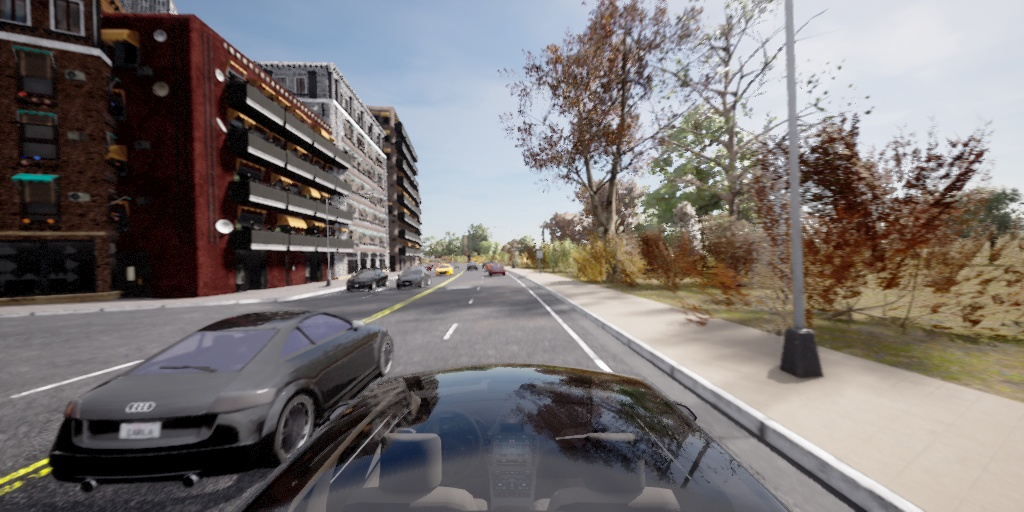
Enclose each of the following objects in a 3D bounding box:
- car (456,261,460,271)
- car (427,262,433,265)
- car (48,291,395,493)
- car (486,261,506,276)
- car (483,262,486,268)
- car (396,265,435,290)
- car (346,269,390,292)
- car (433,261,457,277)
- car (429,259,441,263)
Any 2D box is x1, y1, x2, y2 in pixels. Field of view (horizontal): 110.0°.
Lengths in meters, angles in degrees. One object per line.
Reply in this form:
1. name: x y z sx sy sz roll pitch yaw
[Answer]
1. car: -10.157 1.708 62.579 2.128 1.511 4.902 -2 0 -6
2. car: -11.960 1.964 46.317 2.128 1.511 4.902 -2 0 -4
3. car: -3.145 1.440 4.998 1.994 1.385 4.181 -2 0 -1
4. car: -1.840 1.690 43.981 1.994 1.385 4.181 -2 0 -4
5. car: -3.341 1.642 60.244 2.097 1.767 4.553 -2 0 -5
6. car: -7.447 1.692 27.427 1.837 1.490 4.892 -2 0 -3
7. car: -10.667 1.764 26.804 1.882 1.535 5.008 -2 0 -3
8. car: -8.740 1.849 46.803 1.882 1.535 5.008 -2 -1 -4
9. car: -13.392 1.575 62.208 2.150 2.045 5.566 -2 0 -6
